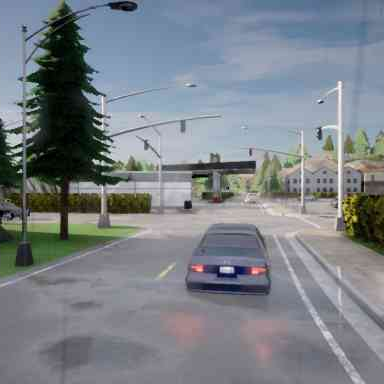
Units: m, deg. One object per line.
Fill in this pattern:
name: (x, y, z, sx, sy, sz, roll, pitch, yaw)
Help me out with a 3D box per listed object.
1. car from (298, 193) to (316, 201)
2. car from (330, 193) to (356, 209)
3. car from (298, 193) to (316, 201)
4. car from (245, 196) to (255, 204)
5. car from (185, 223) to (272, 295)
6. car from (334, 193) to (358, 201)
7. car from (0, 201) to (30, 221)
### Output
car: (27.398, 1.077, 79.257, 3.866, 1.878, 1.905, 0, 0, 10)
car: (20.262, 1.330, 42.355, 5.027, 1.636, 2.152, 0, 0, 10)
car: (26.214, 1.361, 76.091, 3.806, 1.475, 1.970, 0, 0, 10)
car: (11.231, 1.526, 64.763, 1.812, 1.442, 4.674, 0, 0, 10)
car: (1.093, 1.547, 8.884, 2.033, 1.411, 5.357, 0, 0, 10)
car: (34.568, 1.097, 74.643, 4.605, 1.855, 1.932, 0, 0, 10)
car: (-15.737, 1.492, 27.210, 4.902, 1.511, 2.128, 0, 0, 10)
